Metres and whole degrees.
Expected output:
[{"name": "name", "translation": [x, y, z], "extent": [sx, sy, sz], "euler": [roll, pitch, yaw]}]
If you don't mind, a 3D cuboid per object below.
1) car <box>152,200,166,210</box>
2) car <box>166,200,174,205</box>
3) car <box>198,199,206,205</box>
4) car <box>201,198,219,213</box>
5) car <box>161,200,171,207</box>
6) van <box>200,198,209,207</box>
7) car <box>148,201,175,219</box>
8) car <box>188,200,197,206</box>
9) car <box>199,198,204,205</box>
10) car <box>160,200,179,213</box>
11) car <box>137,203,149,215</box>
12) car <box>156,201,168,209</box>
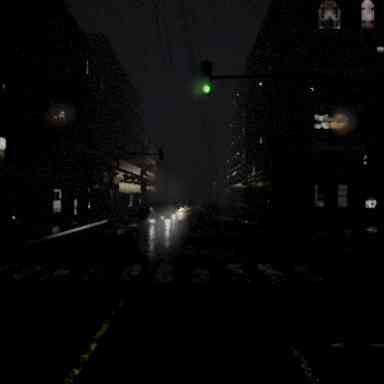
[{"name": "car", "translation": [-5.653, 2.169, 57.090], "extent": [1.967, 1.590, 4.097], "euler": [-1, -1, 0]}, {"name": "car", "translation": [-5.629, 2.681, 84.726], "extent": [1.802, 1.307, 4.206], "euler": [-1, -1, 0]}, {"name": "car", "translation": [2.755, 2.720, 90.242], "extent": [1.887, 1.381, 4.507], "euler": [-1, -1, 0]}, {"name": "car", "translation": [2.719, 2.025, 46.023], "extent": [1.967, 1.590, 4.097], "euler": [-1, -1, 0]}, {"name": "car", "translation": [-5.639, 2.473, 73.501], "extent": [1.752, 1.417, 4.829], "euler": [-1, -1, 0]}, {"name": "van", "translation": [2.740, 2.291, 73.661], "extent": [1.690, 1.788, 3.998], "euler": [-1, -1, 0]}, {"name": "car", "translation": [-3.067, 1.960, 34.516], "extent": [1.812, 1.442, 4.674], "euler": [0, -1, 0]}, {"name": "car", "translation": [0.061, 2.486, 74.530], "extent": [1.812, 1.442, 4.674], "euler": [0, -1, 0]}, {"name": "car", "translation": [2.733, 2.354, 62.604], "extent": [2.008, 1.369, 4.403], "euler": [-1, -1, 0]}, {"name": "car", "translation": [-3.041, 2.094, 44.829], "extent": [1.812, 1.442, 4.674], "euler": [0, -1, 0]}, {"name": "car", "translation": [-5.664, 2.063, 40.507], "extent": [2.008, 1.369, 4.403], "euler": [0, -1, 0]}, {"name": "car", "translation": [-5.647, 2.384, 62.616], "extent": [1.802, 1.307, 4.206], "euler": [-1, -1, 0]}]
